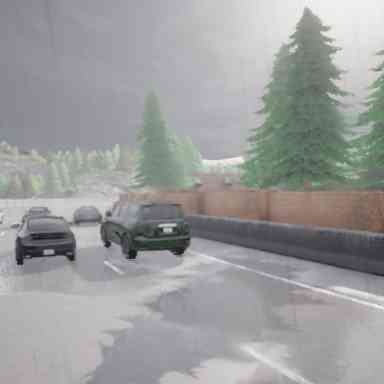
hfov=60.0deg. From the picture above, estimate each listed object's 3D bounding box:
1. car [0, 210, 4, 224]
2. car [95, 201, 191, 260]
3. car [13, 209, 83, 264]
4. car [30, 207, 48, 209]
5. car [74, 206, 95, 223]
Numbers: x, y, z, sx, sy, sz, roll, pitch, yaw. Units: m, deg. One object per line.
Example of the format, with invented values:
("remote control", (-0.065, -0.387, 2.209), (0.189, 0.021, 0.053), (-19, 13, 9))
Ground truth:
("car", (-14.845, 1.726, 23.928), (1.812, 1.442, 4.674), (0, 0, -22))
("car", (-2.057, 1.353, 13.334), (2.150, 2.045, 5.566), (0, 0, -28))
("car", (-5.544, 1.618, 12.481), (1.837, 1.490, 4.892), (0, 0, -27))
("car", (-11.479, 1.784, 24.932), (1.994, 1.385, 4.181), (0, -1, -22))
("car", (-8.300, 1.806, 26.416), (1.994, 1.385, 4.181), (0, -1, -22))
